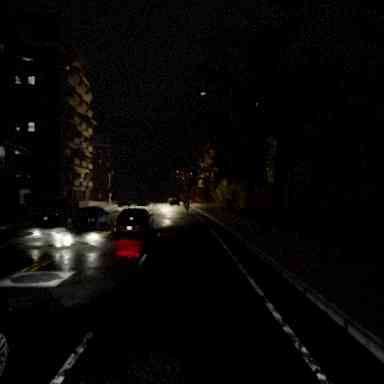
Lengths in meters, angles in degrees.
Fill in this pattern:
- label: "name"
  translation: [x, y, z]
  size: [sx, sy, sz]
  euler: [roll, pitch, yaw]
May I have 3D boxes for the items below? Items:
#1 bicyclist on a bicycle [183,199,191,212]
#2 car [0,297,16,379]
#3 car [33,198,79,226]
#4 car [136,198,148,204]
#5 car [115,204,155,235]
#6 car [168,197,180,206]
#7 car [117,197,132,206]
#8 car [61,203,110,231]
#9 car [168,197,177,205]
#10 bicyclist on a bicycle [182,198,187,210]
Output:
- label: "bicyclist on a bicycle"
  translation: [-0.567, 1.903, 44.494]
  size: [0.866, 1.612, 1.509]
  euler: [0, -1, -4]
- label: "car"
  translation: [-3.175, 1.520, 2.349]
  size: [2.128, 1.511, 4.902]
  euler: [0, -1, 0]
- label: "car"
  translation: [-10.377, 1.508, 26.108]
  size: [2.150, 2.045, 5.566]
  euler: [0, -1, -2]
- label: "car"
  translation: [-9.554, 2.035, 64.295]
  size: [2.097, 1.767, 4.553]
  euler: [0, -1, -5]
- label: "car"
  translation: [-3.490, 1.727, 20.568]
  size: [1.837, 1.490, 4.892]
  euler: [0, -1, -2]
- label: "car"
  translation: [-3.658, 2.215, 70.869]
  size: [1.882, 1.535, 5.008]
  euler: [0, -1, -6]
- label: "car"
  translation: [-12.664, 1.894, 62.770]
  size: [2.150, 2.045, 5.566]
  euler: [0, -1, -5]
- label: "car"
  translation: [-7.015, 1.728, 22.906]
  size: [1.882, 1.535, 5.008]
  euler: [0, -1, -2]
- label: "car"
  translation: [-4.795, 2.113, 81.367]
  size: [2.097, 1.767, 4.553]
  euler: [0, -1, -7]
- label: "bicyclist on a bicycle"
  translation: [-1.212, 1.930, 53.534]
  size: [0.659, 1.776, 1.843]
  euler: [0, 0, -4]
